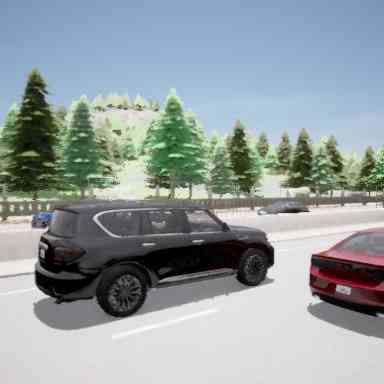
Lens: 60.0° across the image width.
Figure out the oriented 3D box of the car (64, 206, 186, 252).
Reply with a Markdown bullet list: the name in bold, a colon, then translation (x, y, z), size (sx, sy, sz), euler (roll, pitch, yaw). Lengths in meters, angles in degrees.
- **car**: translation (-2.878, 1.491, 14.831), size (4.902, 1.511, 2.128), euler (0, 0, -35)

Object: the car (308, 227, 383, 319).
- **car**: translation (4.542, 1.477, 6.987), size (5.008, 1.535, 1.882), euler (0, 0, -36)

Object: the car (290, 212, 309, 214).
- **car**: translation (7.247, 1.489, 26.356), size (4.902, 1.511, 2.128), euler (0, 0, -35)

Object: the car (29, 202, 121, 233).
- **car**: translation (-7.079, 1.478, 20.439), size (5.008, 1.535, 1.882), euler (0, 0, -35)

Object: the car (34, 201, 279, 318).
- **car**: translation (-0.553, 1.222, 7.652), size (5.566, 2.045, 2.150), euler (0, 0, -36)
